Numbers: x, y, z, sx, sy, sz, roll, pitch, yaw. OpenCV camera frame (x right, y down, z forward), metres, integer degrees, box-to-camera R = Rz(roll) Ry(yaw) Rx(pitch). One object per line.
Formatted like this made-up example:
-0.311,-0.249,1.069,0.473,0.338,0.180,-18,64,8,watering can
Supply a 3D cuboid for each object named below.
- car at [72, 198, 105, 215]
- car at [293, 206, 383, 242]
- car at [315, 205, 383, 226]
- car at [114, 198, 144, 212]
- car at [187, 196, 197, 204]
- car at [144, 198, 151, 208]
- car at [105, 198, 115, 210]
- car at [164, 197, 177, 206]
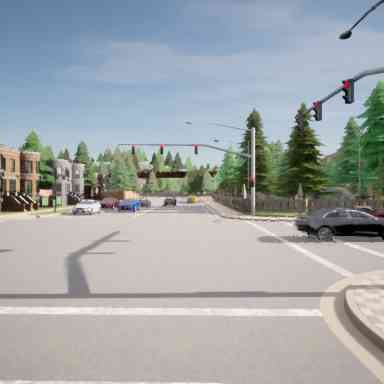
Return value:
-10.655,1.526,33.968,1.812,1.442,4.674,0,0,0,car
7.294,1.491,15.613,4.902,1.511,2.128,0,0,0,car
11.149,1.601,22.840,4.718,1.301,1.895,0,0,2,car
-7.161,1.477,38.307,1.882,1.535,5.008,0,0,0,car
-0.012,1.477,64.859,1.882,1.535,5.008,0,0,0,car
-7.150,1.564,48.295,1.994,1.385,4.181,0,0,0,car
-10.662,1.477,43.021,1.882,1.535,5.008,0,0,0,car
-3.495,1.491,54.534,2.128,1.511,4.902,0,0,0,car
